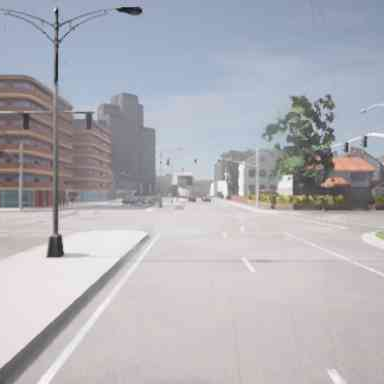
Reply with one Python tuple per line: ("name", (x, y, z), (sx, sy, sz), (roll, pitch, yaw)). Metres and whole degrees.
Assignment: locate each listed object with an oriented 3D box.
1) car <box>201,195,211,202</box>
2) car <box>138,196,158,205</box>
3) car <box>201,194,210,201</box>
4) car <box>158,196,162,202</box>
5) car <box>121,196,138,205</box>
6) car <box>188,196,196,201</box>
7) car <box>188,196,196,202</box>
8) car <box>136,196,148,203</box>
("car", (3.519, 1.782, 78.797), (1.895, 1.301, 4.718), (0, 0, 0))
("car", (-8.017, 1.609, 61.023), (2.128, 1.511, 4.902), (0, 0, 1))
("car", (3.522, 1.534, 88.738), (2.097, 1.767, 4.553), (0, 0, 0))
("car", (-7.981, 1.699, 76.705), (1.994, 1.385, 4.181), (0, 0, 0))
("car", (-11.512, 1.459, 61.010), (2.097, 1.767, 4.553), (0, 0, 0))
("car", (0.022, 1.764, 88.798), (1.895, 1.301, 4.718), (0, 0, 0))
("car", (0.020, 1.653, 78.352), (1.882, 1.535, 5.008), (0, 0, 0))
("car", (-11.481, 1.663, 76.667), (2.128, 1.511, 4.902), (0, 0, 0))
